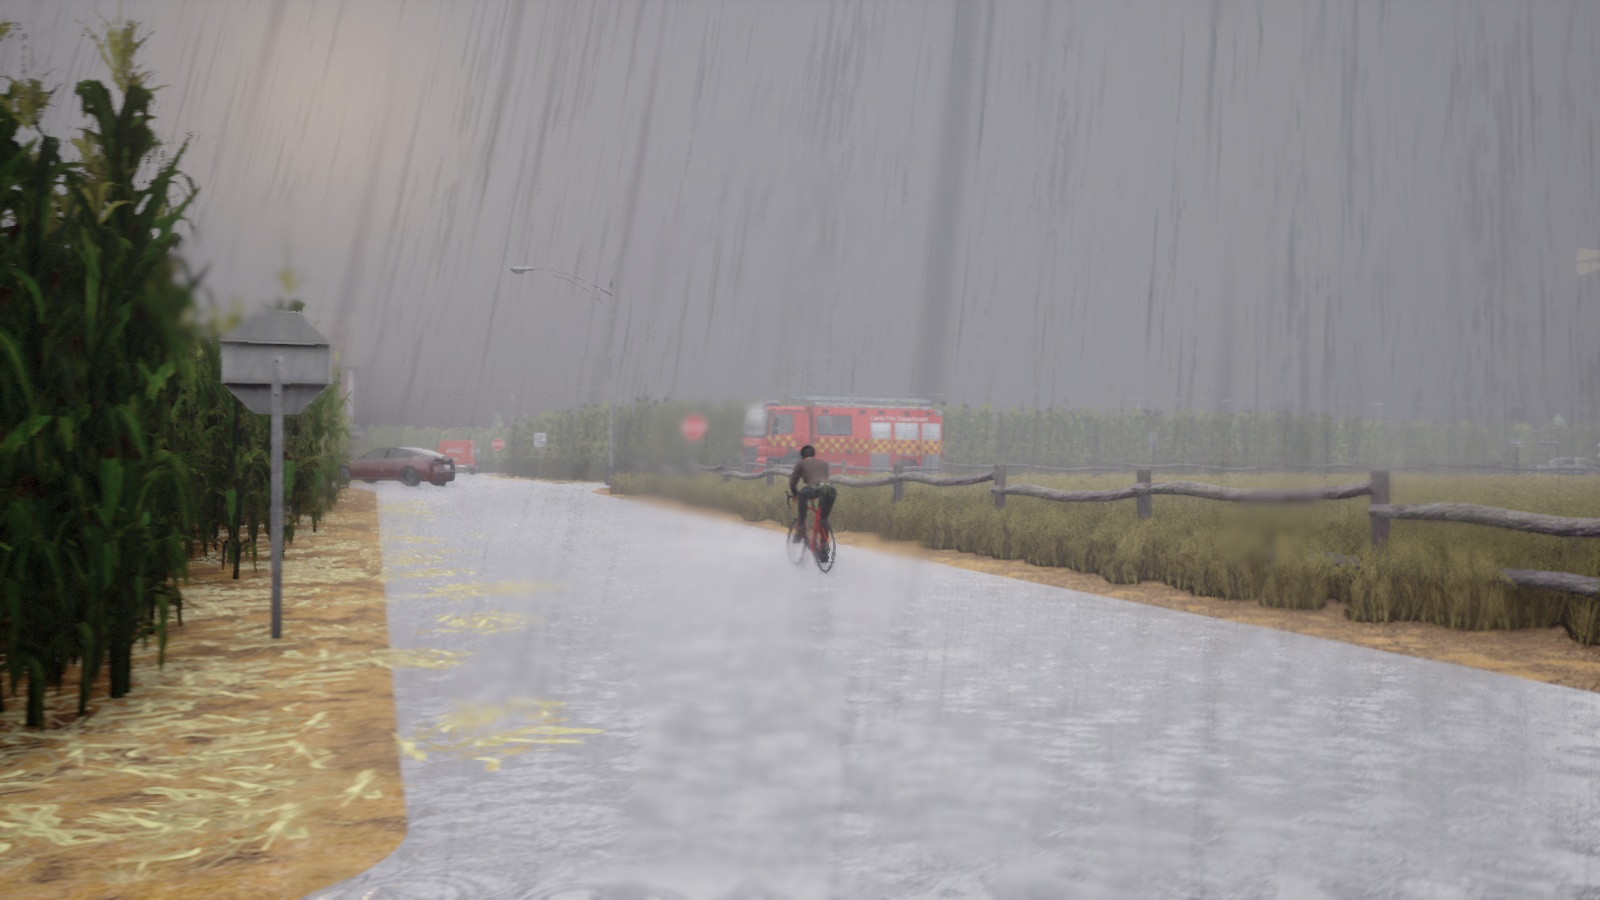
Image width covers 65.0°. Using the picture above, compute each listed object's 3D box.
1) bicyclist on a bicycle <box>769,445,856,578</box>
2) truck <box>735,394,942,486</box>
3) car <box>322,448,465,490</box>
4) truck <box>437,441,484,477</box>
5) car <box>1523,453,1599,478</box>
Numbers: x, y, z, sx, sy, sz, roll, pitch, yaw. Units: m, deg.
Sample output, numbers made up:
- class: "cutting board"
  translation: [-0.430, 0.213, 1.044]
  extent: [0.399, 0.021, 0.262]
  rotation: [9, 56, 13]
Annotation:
- class: "bicyclist on a bicycle"
  translation: [0.137, 0.760, 16.186]
  extent: [0.582, 1.620, 1.656]
  rotation: [0, -1, -20]
- class: "truck"
  translation: [1.667, -0.374, 54.628]
  extent: [8.468, 3.827, 2.891]
  rotation: [1, 0, -18]
- class: "car"
  translation: [-15.494, 0.705, 47.928]
  extent: [4.792, 1.488, 2.163]
  rotation: [1, 0, 17]
- class: "truck"
  translation: [-24.512, 0.639, 90.886]
  extent: [2.627, 2.467, 5.204]
  rotation: [-1, 0, -8]
- class: "car"
  translation: [47.612, 0.959, 78.433]
  extent: [3.806, 1.475, 1.970]
  rotation: [0, 0, 11]
